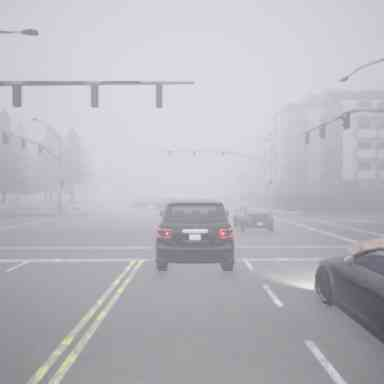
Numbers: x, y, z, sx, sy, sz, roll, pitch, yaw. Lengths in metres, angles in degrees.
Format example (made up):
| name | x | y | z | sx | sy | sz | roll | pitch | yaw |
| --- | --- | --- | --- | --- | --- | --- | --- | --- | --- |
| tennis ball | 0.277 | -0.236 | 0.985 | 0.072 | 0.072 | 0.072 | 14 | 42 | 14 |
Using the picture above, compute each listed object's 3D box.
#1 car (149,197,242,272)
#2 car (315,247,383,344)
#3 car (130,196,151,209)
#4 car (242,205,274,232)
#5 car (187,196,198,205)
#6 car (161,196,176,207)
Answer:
| name | x | y | z | sx | sy | sz | roll | pitch | yaw |
| --- | --- | --- | --- | --- | --- | --- | --- | --- | --- |
| car | 0.084 | 1.217 | 10.932 | 2.150 | 2.045 | 5.566 | 0 | 0 | 0 |
| car | 3.596 | 1.561 | 5.421 | 1.994 | 1.385 | 4.181 | 0 | 0 | 0 |
| car | -7.090 | 1.461 | 45.065 | 1.882 | 1.535 | 5.008 | 0 | 0 | 0 |
| car | 3.588 | 1.518 | 19.922 | 1.812 | 1.442 | 4.674 | 0 | 0 | 0 |
| car | 0.075 | 1.541 | 60.785 | 1.994 | 1.385 | 4.181 | 0 | 0 | 0 |
| car | -3.589 | 1.458 | 51.887 | 1.882 | 1.535 | 5.008 | 0 | 0 | 0 |
